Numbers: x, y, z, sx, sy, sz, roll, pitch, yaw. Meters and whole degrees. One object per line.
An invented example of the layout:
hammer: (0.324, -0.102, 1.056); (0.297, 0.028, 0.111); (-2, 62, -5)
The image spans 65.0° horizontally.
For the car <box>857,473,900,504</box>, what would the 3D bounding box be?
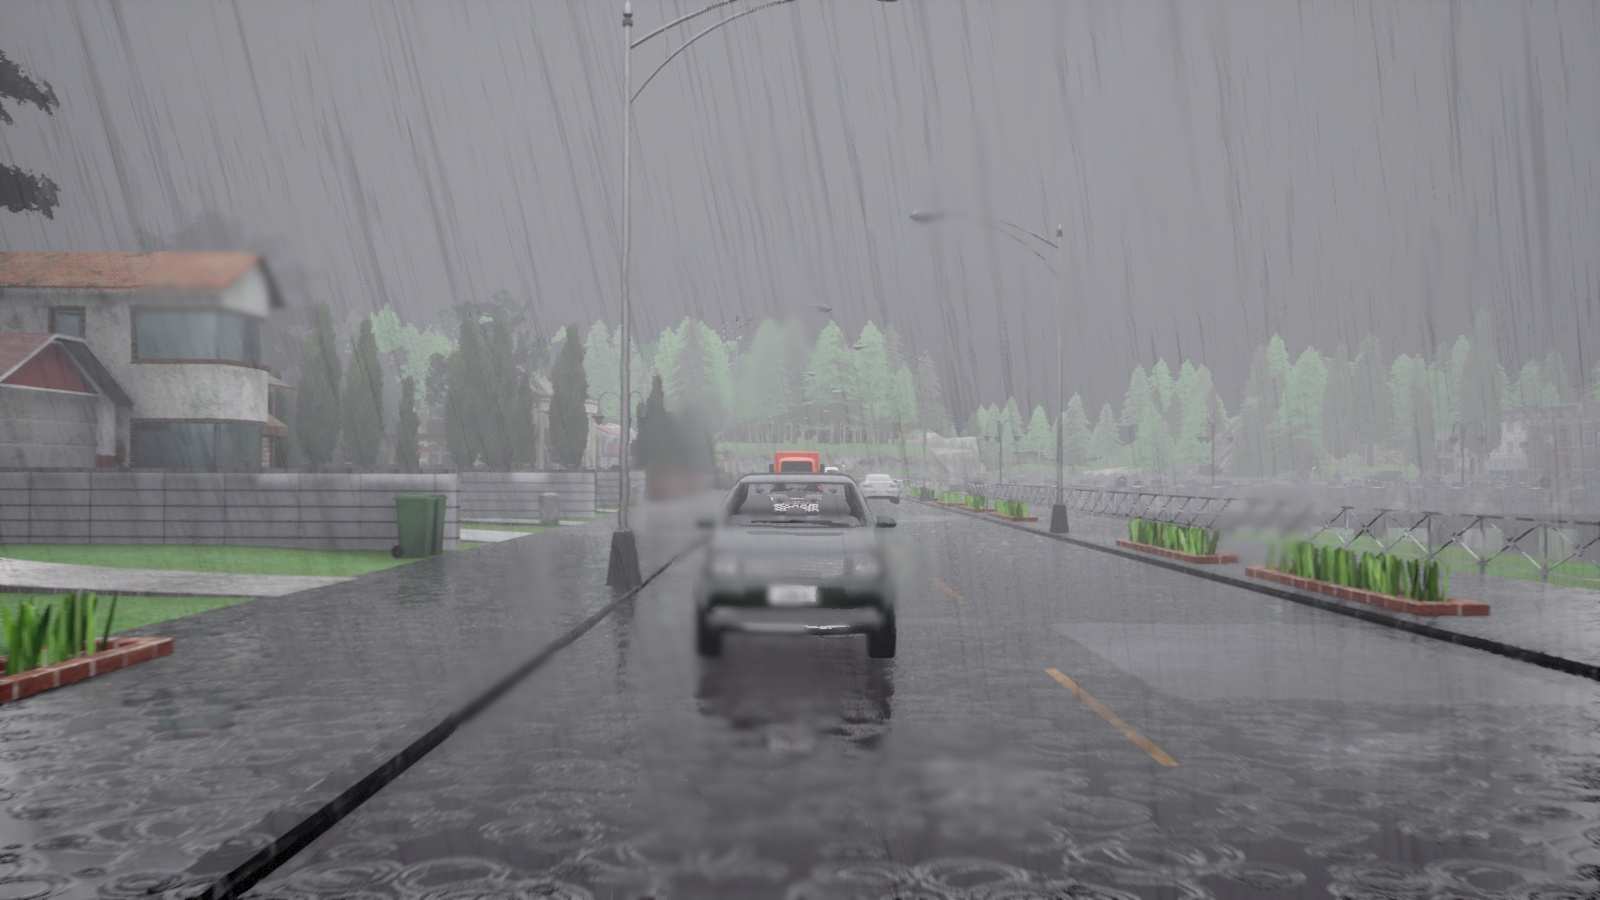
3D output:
car: (3.855, 1.863, 62.027); (1.812, 1.442, 4.674); (0, -1, 0)

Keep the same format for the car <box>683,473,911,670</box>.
car: (-0.028, 0.990, 11.765); (1.789, 1.549, 3.705); (0, -1, 0)

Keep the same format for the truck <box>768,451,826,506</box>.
truck: (-0.140, 1.313, 58.829); (2.627, 2.467, 5.204); (0, -1, 0)
